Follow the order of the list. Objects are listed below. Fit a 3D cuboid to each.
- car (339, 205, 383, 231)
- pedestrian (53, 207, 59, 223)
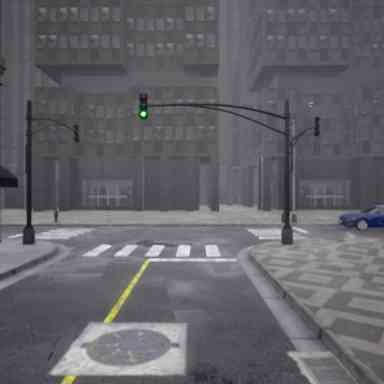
[{"bbox_3d":[11.799,1.576,20.763,5.008,1.535,1.882,0,0,1],"label":"car"},{"bbox_3d":[-9.831,1.666,24.046,0.500,1.100,0.500,0,0,1],"label":"pedestrian"}]
